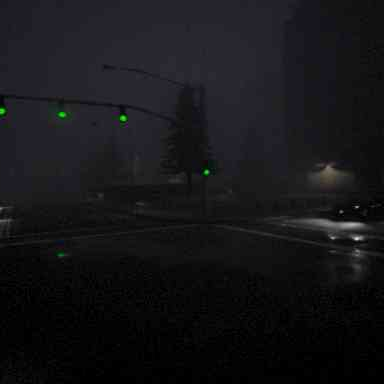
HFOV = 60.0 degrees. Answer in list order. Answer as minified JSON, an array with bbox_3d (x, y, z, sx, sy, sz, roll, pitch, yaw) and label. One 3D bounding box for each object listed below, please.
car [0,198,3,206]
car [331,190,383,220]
[{"bbox_3d":[-25.696,1.203,43.190,1.994,1.385,4.181,-3,2,-28],"label":"car"},{"bbox_3d":[9.732,0.631,18.157,4.674,1.442,1.812,-3,2,-27],"label":"car"}]
